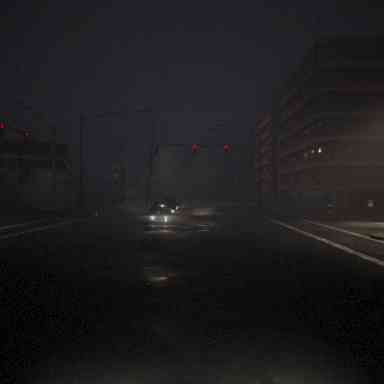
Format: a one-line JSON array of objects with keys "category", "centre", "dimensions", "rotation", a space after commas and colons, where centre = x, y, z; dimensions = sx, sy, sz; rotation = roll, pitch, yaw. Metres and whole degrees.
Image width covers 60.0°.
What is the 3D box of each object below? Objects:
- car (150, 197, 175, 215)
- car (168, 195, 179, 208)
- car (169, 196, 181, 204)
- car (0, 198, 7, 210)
[{"category": "car", "centre": [-3.119, 1.548, 33.888], "dimensions": [2.033, 1.411, 5.357], "rotation": [0, 0, 0]}, {"category": "car", "centre": [-3.185, 1.478, 44.350], "dimensions": [1.882, 1.535, 5.008], "rotation": [0, 0, 0]}, {"category": "car", "centre": [-3.294, 1.547, 64.716], "dimensions": [2.033, 1.411, 5.357], "rotation": [0, 0, 0]}, {"category": "car", "centre": [-24.020, 1.456, 38.975], "dimensions": [3.806, 1.475, 1.970], "rotation": [0, 0, 1]}]
